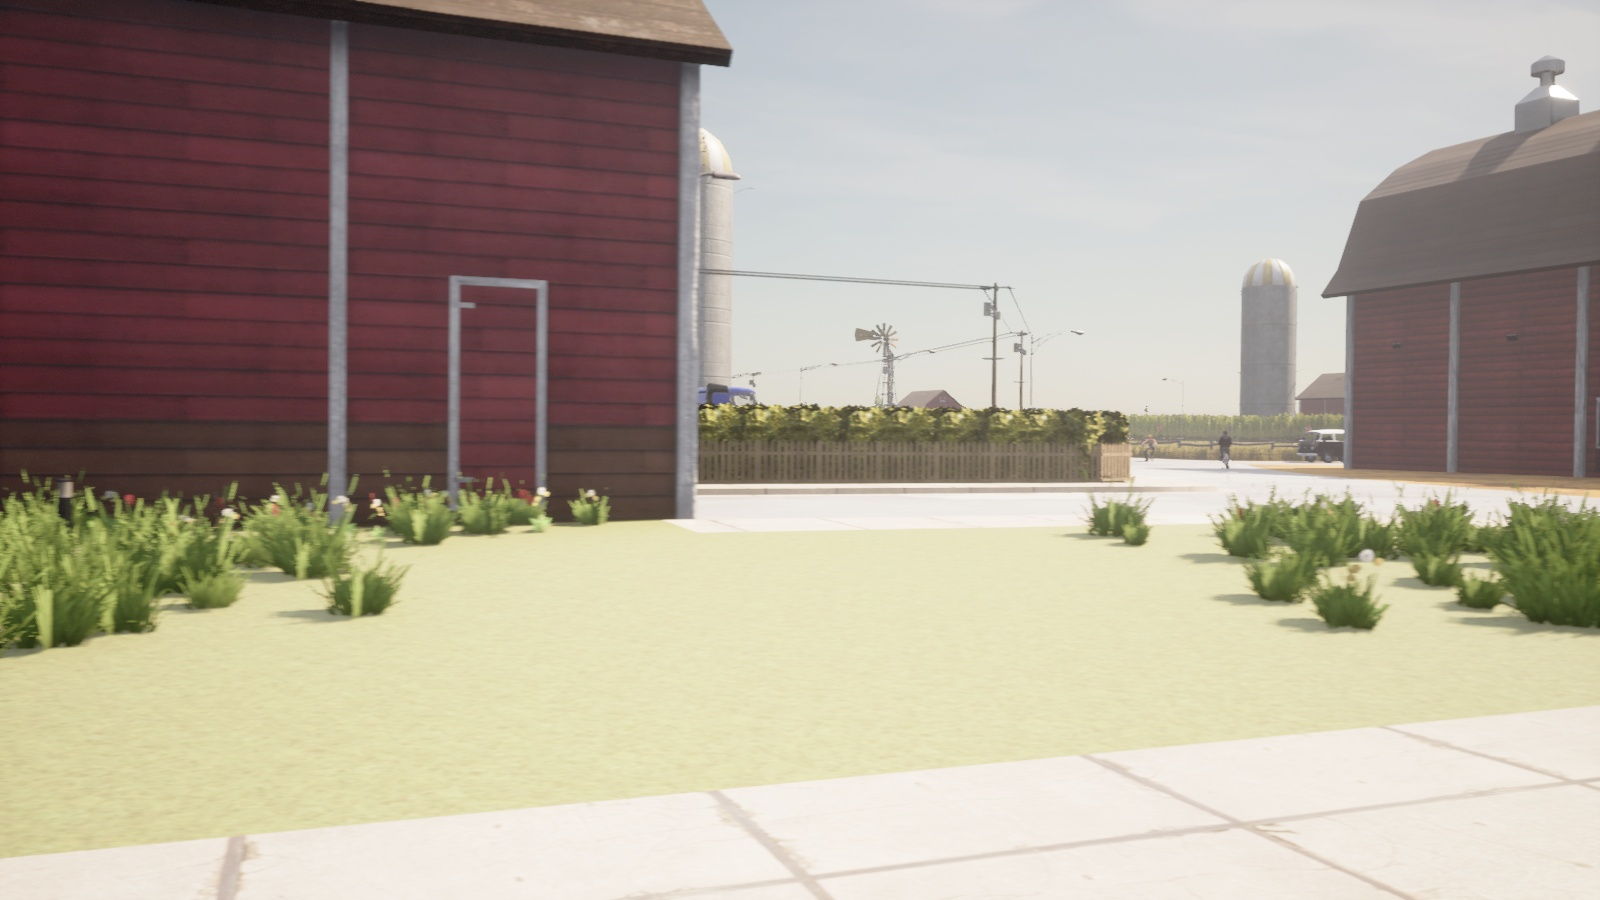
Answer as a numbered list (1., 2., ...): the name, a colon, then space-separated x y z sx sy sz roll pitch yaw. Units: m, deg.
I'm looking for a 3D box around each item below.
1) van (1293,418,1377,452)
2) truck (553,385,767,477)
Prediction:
1. van: 32.743 -0.941 76.854 4.480 2.038 2.069 -1 1 -18
2. truck: -5.568 -0.797 49.955 7.936 3.462 2.891 -1 1 -21
